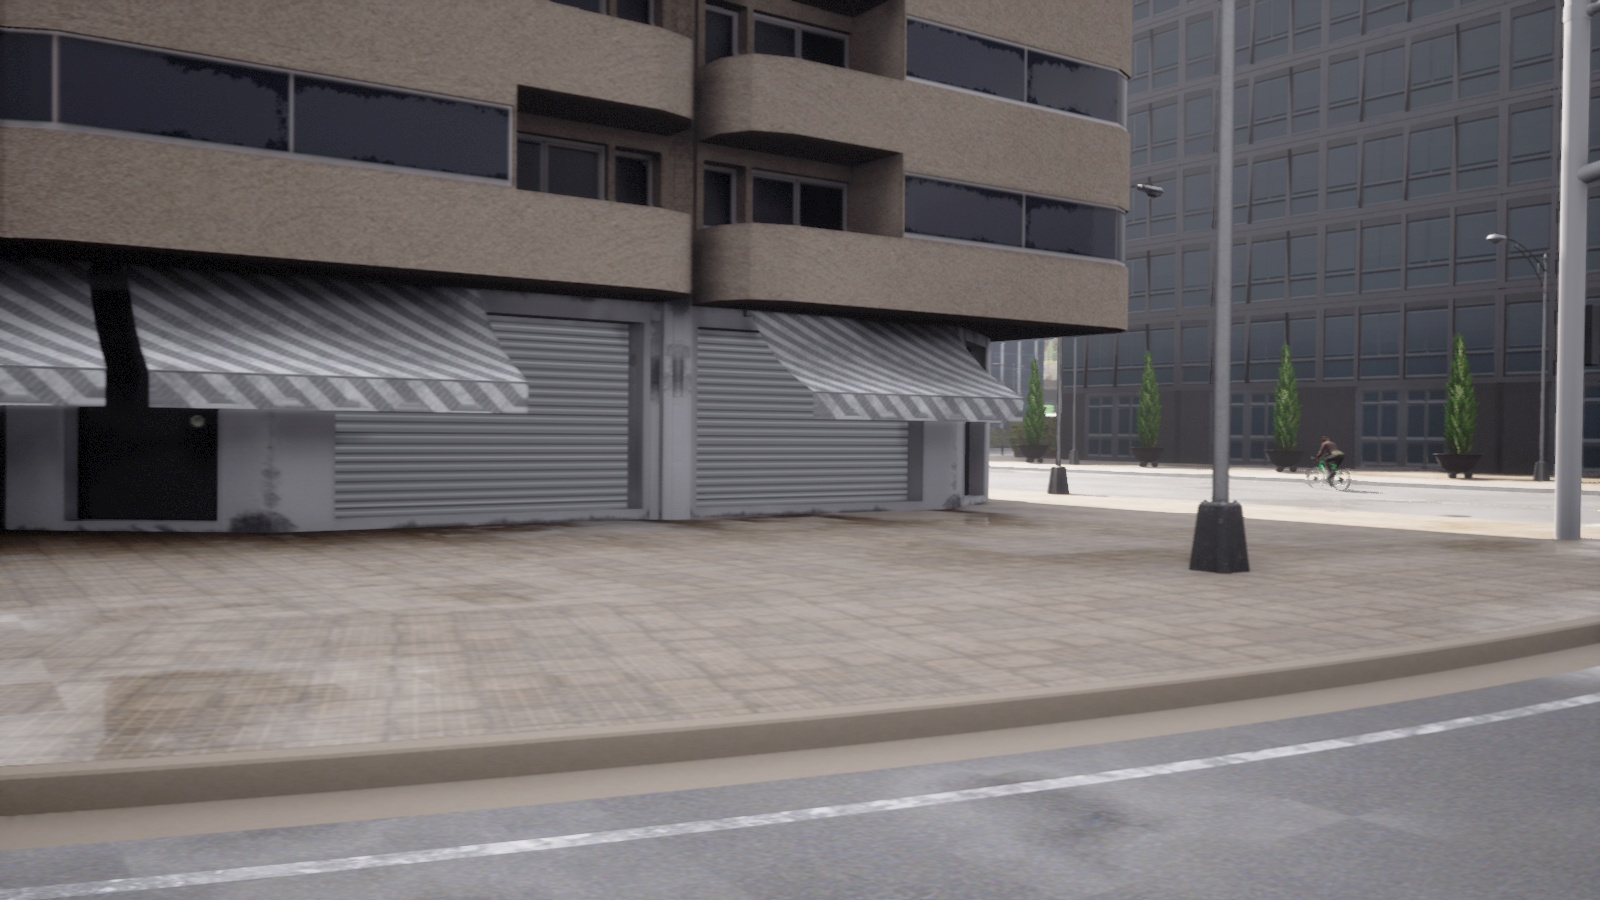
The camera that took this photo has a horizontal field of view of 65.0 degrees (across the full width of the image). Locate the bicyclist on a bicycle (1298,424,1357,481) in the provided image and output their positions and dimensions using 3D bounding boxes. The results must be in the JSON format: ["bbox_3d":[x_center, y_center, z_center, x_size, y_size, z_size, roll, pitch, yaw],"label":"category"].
[{"bbox_3d":[15.477,0.072,36.863,0.582,1.620,1.656,-1,1,-22],"label":"bicyclist on a bicycle"}]
